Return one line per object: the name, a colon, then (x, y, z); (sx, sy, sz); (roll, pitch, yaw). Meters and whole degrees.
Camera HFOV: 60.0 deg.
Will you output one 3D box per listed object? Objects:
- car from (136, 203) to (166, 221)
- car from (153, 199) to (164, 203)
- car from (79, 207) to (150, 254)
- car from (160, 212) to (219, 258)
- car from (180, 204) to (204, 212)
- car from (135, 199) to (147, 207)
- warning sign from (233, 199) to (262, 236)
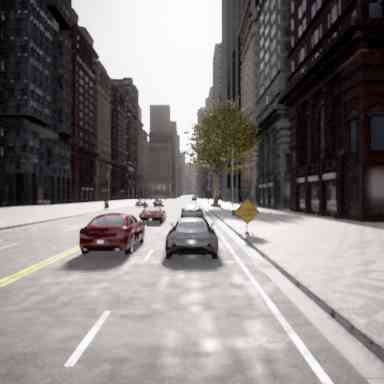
car: (-3.242, 1.900, 28.237); (1.895, 1.301, 4.718); (0, -1, 0)
car: (-6.547, 2.195, 64.538); (1.837, 1.490, 4.892); (0, -1, 1)
car: (-3.227, 1.628, 14.242); (1.882, 1.535, 5.008); (0, 0, 1)
car: (0.013, 1.707, 13.457); (1.994, 1.385, 4.181); (0, -1, 1)
car: (0.011, 1.794, 28.499); (2.128, 1.511, 4.902); (0, 0, 0)
car: (-9.795, 2.190, 64.525); (2.128, 1.511, 4.902); (0, -1, 1)
warning sign: (2.846, 1.297, 17.222); (1.300, 1.860, 1.060); (0, 0, 0)
